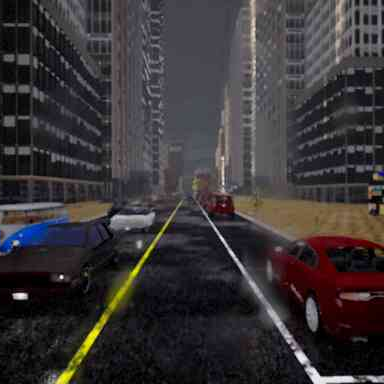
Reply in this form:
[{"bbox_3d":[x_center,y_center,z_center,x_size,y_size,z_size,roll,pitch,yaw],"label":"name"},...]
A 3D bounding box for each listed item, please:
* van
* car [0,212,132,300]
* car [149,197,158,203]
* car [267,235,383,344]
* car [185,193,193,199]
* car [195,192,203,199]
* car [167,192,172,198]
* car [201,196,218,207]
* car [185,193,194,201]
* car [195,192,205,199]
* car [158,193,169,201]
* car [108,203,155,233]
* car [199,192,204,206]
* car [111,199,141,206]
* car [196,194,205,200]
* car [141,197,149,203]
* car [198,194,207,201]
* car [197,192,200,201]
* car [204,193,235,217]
[{"bbox_3d":[-5.778,1.295,11.887,1.690,1.788,3.998,0,0,0],"label":"van"},{"bbox_3d":[-3.165,1.510,8.755,2.033,1.411,5.357,0,0,0],"label":"car"},{"bbox_3d":[-6.056,1.349,45.123,1.802,1.307,4.206,0,0,0],"label":"car"},{"bbox_3d":[2.672,1.499,6.423,1.887,1.381,4.507,0,0,0],"label":"car"},{"bbox_3d":[-0.667,0.979,80.516,1.994,1.385,4.181,0,0,0],"label":"car"},{"bbox_3d":[1.951,0.923,89.505,1.967,1.590,4.097,0,0,0],"label":"car"},{"bbox_3d":[-6.335,1.159,78.357,1.802,1.307,4.206,0,0,0],"label":"car"},{"bbox_3d":[2.323,1.303,45.194,1.947,1.339,4.313,0,0,0],"label":"car"},{"bbox_3d":[-0.579,1.123,70.092,2.128,1.511,4.902,0,0,0],"label":"car"},{"bbox_3d":[1.998,0.830,83.965,2.192,1.841,5.009,0,0,0],"label":"car"},{"bbox_3d":[-6.242,1.223,67.279,1.802,1.307,4.206,0,0,0],"label":"car"},{"bbox_3d":[-3.238,1.507,18.888,1.895,1.301,4.718,0,0,0],"label":"car"},{"bbox_3d":[2.370,1.084,39.653,2.192,1.841,5.009,0,0,0],"label":"car"},{"bbox_3d":[-5.918,1.427,28.505,1.947,1.339,4.313,0,0,0],"label":"car"},{"bbox_3d":[2.045,1.113,78.428,1.947,1.339,4.313,0,0,0],"label":"car"},{"bbox_3d":[-5.964,1.381,34.044,2.008,1.369,4.403,0,0,0],"label":"car"},{"bbox_3d":[2.136,1.135,67.519,1.752,1.417,4.829,0,0,0],"label":"car"},{"bbox_3d":[2.277,1.021,50.731,2.192,1.841,5.009,0,0,0],"label":"car"},{"bbox_3d":[2.463,1.146,28.575,2.192,1.841,5.009,0,0,0],"label":"car"}]
